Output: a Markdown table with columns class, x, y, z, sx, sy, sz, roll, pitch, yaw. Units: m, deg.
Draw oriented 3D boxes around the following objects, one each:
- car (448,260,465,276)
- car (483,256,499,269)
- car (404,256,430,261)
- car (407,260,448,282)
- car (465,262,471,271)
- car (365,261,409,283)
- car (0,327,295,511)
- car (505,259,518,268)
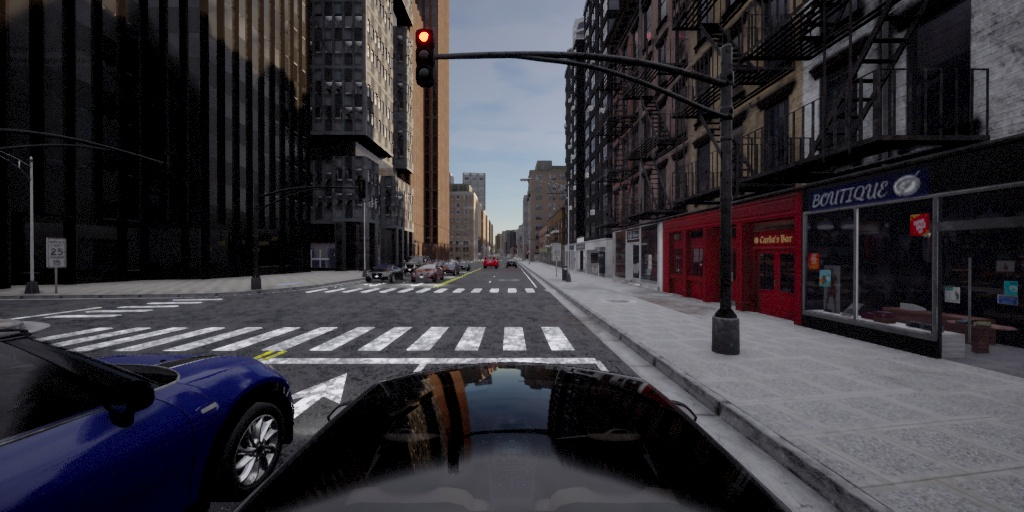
| class | x | y | z | sx | sy | sz | roll | pitch | yaw |
| --- | --- | --- | --- | --- | --- | --- | --- | --- | --- |
| car | -6.705 | 1.308 | 38.428 | 2.033 | 1.411 | 5.357 | 0 | 0 | 0 |
| car | -3.423 | 0.989 | 58.060 | 2.150 | 2.045 | 5.566 | 0 | 0 | 0 |
| car | -9.952 | 0.982 | 37.673 | 2.150 | 2.045 | 5.566 | 0 | 0 | 0 |
| car | -6.675 | 1.282 | 28.747 | 1.812 | 1.442 | 4.674 | 0 | 0 | 0 |
| car | -6.728 | 1.328 | 48.388 | 1.994 | 1.385 | 4.181 | 0 | 0 | 0 |
| car | -9.915 | 1.320 | 28.338 | 1.994 | 1.385 | 4.181 | 0 | 0 | 1 |
| car | -3.146 | 1.102 | 1.601 | 2.097 | 1.767 | 4.553 | 0 | 0 | 0 |
| car | -0.086 | 1.273 | 61.844 | 1.837 | 1.490 | 4.892 | 0 | 0 | 0 |
